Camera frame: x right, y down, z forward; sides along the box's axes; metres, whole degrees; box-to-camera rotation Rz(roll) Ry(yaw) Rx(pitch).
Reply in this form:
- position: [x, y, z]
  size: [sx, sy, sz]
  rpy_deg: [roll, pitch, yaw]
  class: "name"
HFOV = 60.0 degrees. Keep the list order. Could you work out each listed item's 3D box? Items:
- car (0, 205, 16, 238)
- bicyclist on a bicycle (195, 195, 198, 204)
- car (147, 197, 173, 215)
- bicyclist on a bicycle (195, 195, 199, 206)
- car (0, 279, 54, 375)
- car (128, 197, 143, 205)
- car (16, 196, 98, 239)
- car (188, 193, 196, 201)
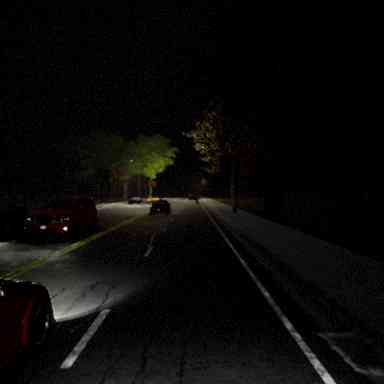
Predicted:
- position: [-9.844, 1.500, 17.619]
  size: [1.837, 1.490, 4.892]
  rpy_deg: [0, 0, 0]
  class: "car"
- position: [0.912, 1.451, 63.157]
  size: [0.582, 1.620, 1.656]
  rpy_deg: [0, 0, 0]
  class: "bicyclist on a bicycle"
- position: [-3.140, 1.520, 33.678]
  size: [1.812, 1.442, 4.674]
  rpy_deg: [0, 0, 0]
  class: "car"
- position: [0.910, 1.448, 54.274]
  size: [0.582, 1.620, 1.656]
  rpy_deg: [0, 0, 0]
  class: "bicyclist on a bicycle"
- position: [-3.149, 1.562, 3.529]
  size: [1.994, 1.385, 4.181]
  rpy_deg: [0, 0, 0]
  class: "car"
- position: [-9.775, 1.598, 57.612]
  size: [1.895, 1.301, 4.718]
  rpy_deg: [0, 0, 1]
  class: "car"
- position: [-6.596, 1.218, 17.496]
  size: [2.150, 2.045, 5.566]
  rpy_deg: [0, 0, 0]
  class: "car"
- position: [0.024, 1.544, 83.746]
  size: [2.033, 1.411, 5.357]
  rpy_deg: [0, 0, 0]
  class: "car"
